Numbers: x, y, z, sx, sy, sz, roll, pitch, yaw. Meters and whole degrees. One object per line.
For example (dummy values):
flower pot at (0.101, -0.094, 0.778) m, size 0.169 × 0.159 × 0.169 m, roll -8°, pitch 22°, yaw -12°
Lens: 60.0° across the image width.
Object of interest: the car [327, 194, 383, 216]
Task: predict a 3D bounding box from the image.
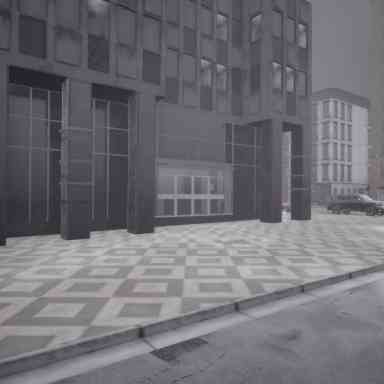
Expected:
car at (15.794, 1.190, 31.887) m, size 2.150 × 2.045 × 5.566 m, roll 1°, pitch -1°, yaw -36°

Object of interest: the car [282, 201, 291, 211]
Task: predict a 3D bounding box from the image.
car at (9.964, 1.499, 40.005) m, size 1.812 × 1.442 × 4.674 m, roll 1°, pitch 0°, yaw -36°
